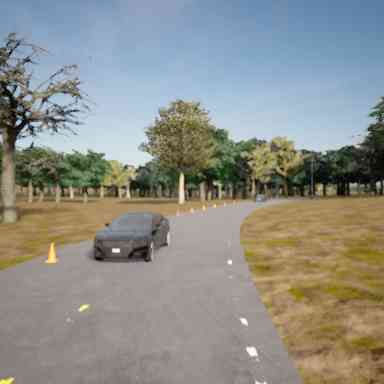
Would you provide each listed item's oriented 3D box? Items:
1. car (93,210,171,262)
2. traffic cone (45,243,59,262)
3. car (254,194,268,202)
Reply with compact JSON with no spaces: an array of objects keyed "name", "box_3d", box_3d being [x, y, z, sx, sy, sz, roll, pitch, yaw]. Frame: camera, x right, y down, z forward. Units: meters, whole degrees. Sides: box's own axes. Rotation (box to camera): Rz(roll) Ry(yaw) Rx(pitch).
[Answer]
[{"name":"car","box_3d":[-2.015,1.464,12.374,1.882,1.535,5.008,0,0,6]},{"name":"traffic cone","box_3d":[-4.504,1.937,10.723,0.340,0.580,0.340,0,0,5]},{"name":"car","box_3d":[13.120,1.170,63.020,1.812,1.442,4.674,1,1,23]}]
